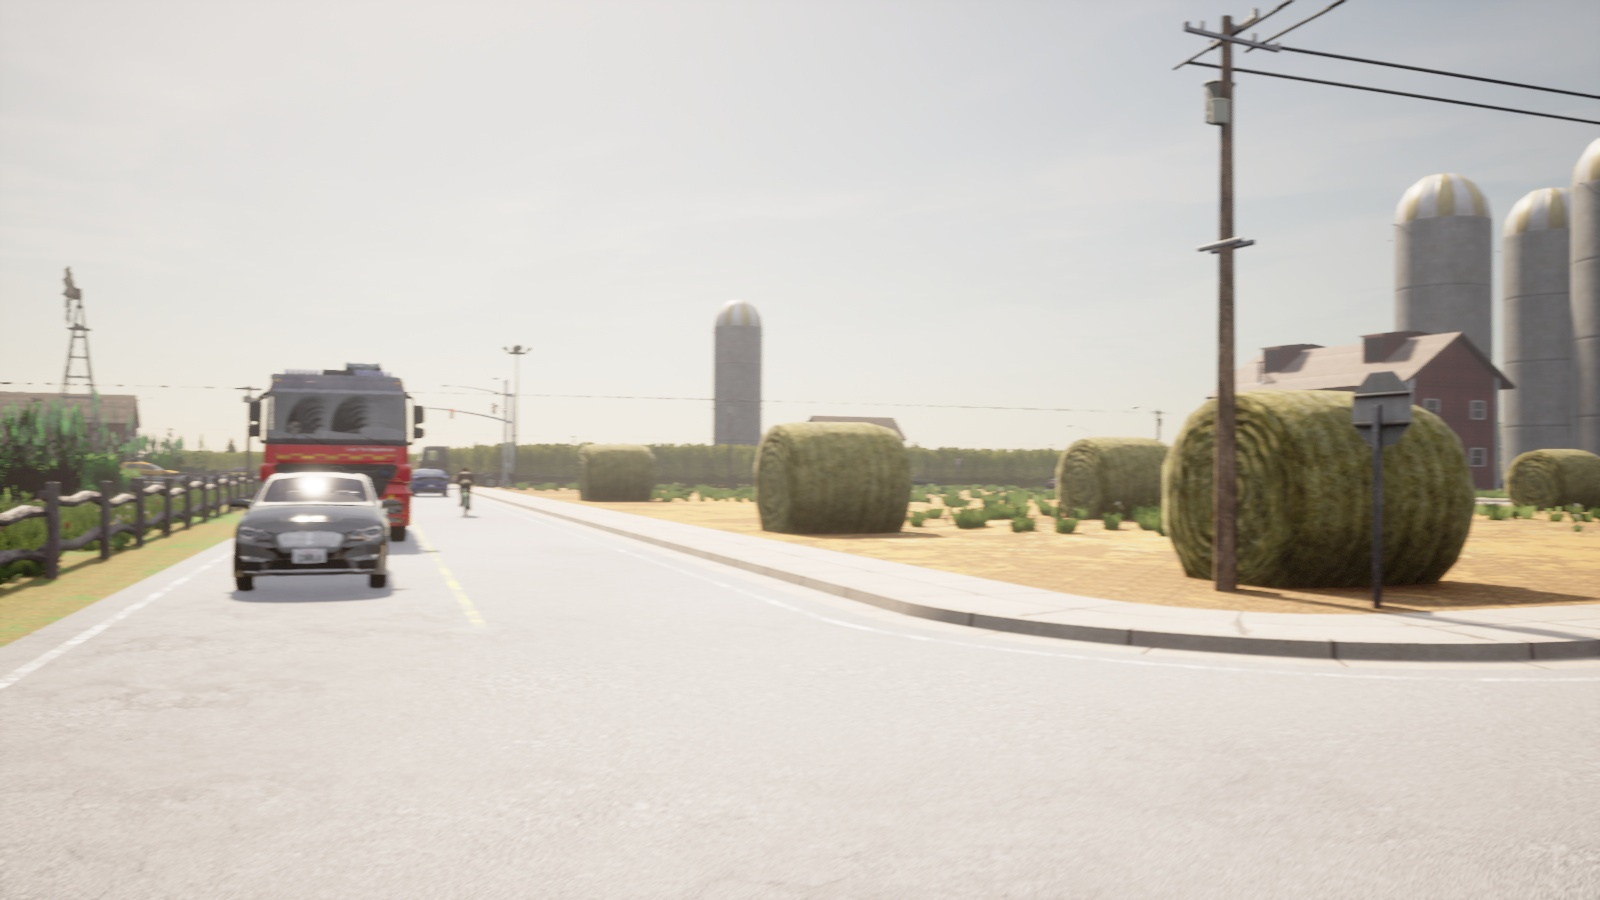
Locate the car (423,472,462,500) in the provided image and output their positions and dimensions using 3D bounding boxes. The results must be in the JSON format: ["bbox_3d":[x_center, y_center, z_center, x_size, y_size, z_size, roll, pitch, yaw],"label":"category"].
[{"bbox_3d":[-19.984,1.970,70.125,1.882,1.535,5.008,0,-1,-18],"label":"car"}]

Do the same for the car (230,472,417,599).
[{"bbox_3d":[-6.532,1.065,17.602,2.128,1.511,4.902,0,-1,-18],"label":"car"}]

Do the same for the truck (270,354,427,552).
[{"bbox_3d":[-10.165,0.133,28.757,2.891,3.827,8.468,0,-1,-18],"label":"truck"}]
